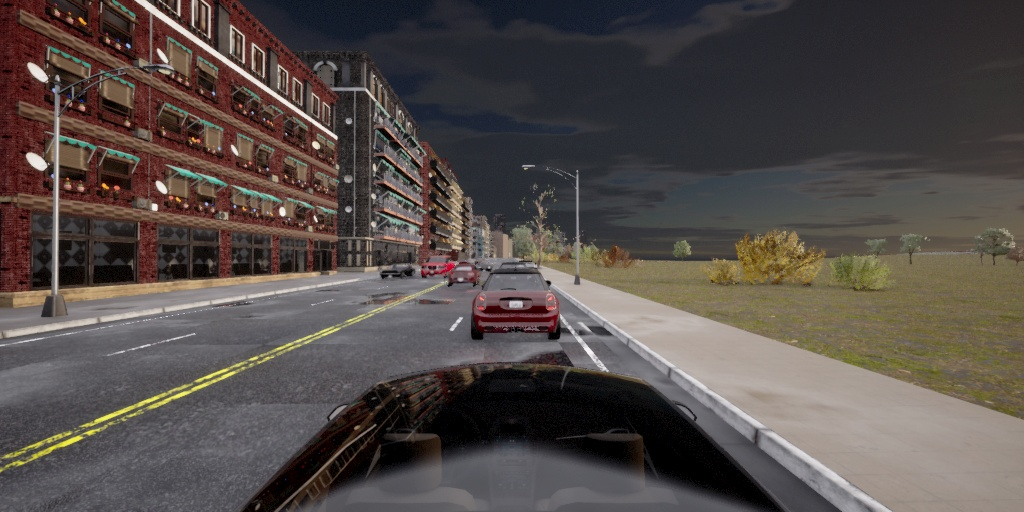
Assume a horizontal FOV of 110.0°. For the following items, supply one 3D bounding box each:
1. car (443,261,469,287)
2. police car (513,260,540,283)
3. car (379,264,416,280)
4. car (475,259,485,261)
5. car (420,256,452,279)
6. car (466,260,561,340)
[{"bbox_3d":[-3.183,1.279,24.496,1.812,1.442,4.674,0,0,0],"label":"car"},{"bbox_3d":[1.098,1.179,29.419,1.930,1.638,5.238,0,0,0],"label":"police car"},{"bbox_3d":[-9.892,1.354,31.288,1.895,1.301,4.718,0,0,0],"label":"car"},{"bbox_3d":[-3.210,1.353,43.699,1.895,1.301,4.718,0,0,0],"label":"car"},{"bbox_3d":[-6.645,0.975,32.521,2.150,2.045,5.566,0,0,0],"label":"car"},{"bbox_3d":[0.080,1.103,10.151,2.097,1.767,4.553,0,0,0],"label":"car"}]
